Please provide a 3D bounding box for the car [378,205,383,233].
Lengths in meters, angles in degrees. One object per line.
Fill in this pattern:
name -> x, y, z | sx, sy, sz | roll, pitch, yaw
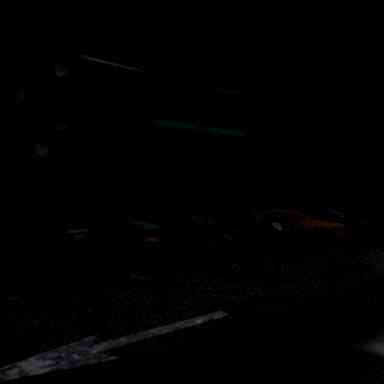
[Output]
car -> 9.517, 1.562, 19.923 | 4.792, 1.488, 2.163 | -1, -1, 35

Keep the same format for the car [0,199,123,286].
car -> -4.947, 1.241, 9.628 | 5.566, 2.045, 2.435 | -1, -1, 35

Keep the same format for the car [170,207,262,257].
car -> -0.101, 1.506, 13.052 | 4.892, 1.521, 2.231 | -1, -1, 35

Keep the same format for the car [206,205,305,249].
car -> 2.287, 1.387, 14.786 | 4.553, 1.767, 2.185 | -1, -1, 35

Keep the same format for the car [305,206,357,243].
car -> 4.879, 1.513, 16.382 | 5.366, 1.575, 1.946 | -1, -1, 34

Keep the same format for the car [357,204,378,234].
car -> 7.128, 1.526, 18.194 | 4.892, 1.521, 2.231 | -1, -1, 35

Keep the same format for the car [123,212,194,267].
car -> -2.508, 1.538, 11.332 | 4.674, 1.452, 2.002 | -1, -1, 34
